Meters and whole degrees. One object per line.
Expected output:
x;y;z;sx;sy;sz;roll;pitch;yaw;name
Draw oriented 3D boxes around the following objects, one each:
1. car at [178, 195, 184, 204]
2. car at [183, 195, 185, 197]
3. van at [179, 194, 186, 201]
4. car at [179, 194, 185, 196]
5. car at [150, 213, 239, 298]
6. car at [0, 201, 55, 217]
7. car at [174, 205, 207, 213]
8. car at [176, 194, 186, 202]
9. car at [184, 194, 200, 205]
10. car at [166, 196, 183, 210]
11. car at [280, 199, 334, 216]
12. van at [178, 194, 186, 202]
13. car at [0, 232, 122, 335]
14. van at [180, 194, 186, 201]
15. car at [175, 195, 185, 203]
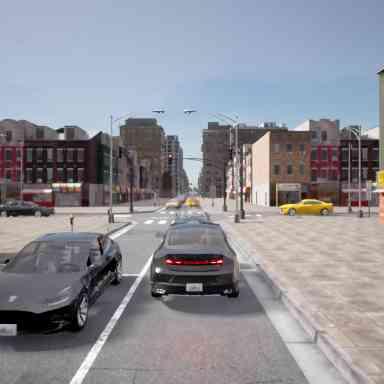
-2.561;1.604;50.233;1.887;1.381;4.507;0;0;0;car
-2.553;1.655;55.838;1.802;1.307;4.206;0;0;0;car
-2.504;1.529;89.471;1.690;1.788;3.998;0;0;0;van
-2.537;1.547;67.049;1.967;1.590;4.097;0;0;0;car
0.083;1.507;8.536;1.837;1.490;4.892;0;0;1;car
-14.721;1.539;29.549;4.892;1.490;1.837;0;0;0;car
0.054;1.608;17.747;1.895;1.301;4.718;0;0;1;car
-2.520;1.461;78.261;2.192;1.841;5.009;0;0;0;car
0.184;1.540;51.759;1.882;1.535;5.008;0;0;0;car
-2.569;1.571;44.458;1.752;1.417;4.829;0;0;0;car
11.131;1.487;32.423;5.008;1.535;1.882;0;0;0;car
-2.512;1.507;83.866;1.690;1.788;3.998;0;0;0;van
-2.623;1.567;6.858;1.947;1.339;4.313;0;0;0;car
-2.496;1.551;95.077;1.690;1.788;3.998;0;0;0;van
-2.529;1.566;72.654;1.967;1.590;4.097;0;0;0;car
